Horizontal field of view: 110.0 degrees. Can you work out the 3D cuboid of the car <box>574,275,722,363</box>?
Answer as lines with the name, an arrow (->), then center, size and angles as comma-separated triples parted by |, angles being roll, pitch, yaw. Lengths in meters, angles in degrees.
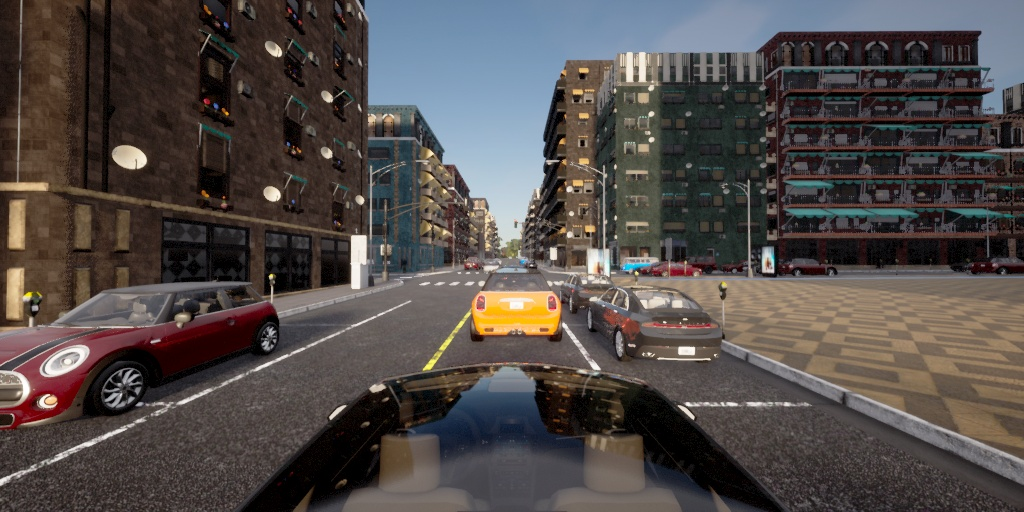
car -> 2.822, 1.302, 7.985 | 2.007, 1.370, 4.403 | 0, 0, 0

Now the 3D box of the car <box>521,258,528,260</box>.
car -> 2.701, 1.334, 51.747 | 1.948, 1.339, 4.313 | 0, 0, 0

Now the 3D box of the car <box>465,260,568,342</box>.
car -> 0.099, 1.104, 9.965 | 2.097, 1.767, 4.553 | 0, 0, 0

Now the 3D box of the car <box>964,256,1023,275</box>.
car -> 41.350, 0.811, 29.975 | 4.097, 1.591, 1.967 | 0, 0, 0

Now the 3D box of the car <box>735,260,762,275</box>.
car -> 25.719, 1.066, 35.892 | 4.902, 1.511, 2.128 | -1, -1, 0

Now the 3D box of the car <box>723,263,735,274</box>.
car -> 24.833, 1.165, 38.477 | 4.507, 1.381, 1.888 | 0, 0, 0

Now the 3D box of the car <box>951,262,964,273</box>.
car -> 46.825, 0.924, 35.664 | 4.892, 1.490, 1.837 | 0, -1, 1

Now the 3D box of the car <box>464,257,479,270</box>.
car -> -5.679, 1.083, 51.789 | 2.192, 1.841, 5.009 | 0, 0, 0

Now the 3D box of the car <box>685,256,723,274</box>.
car -> 19.305, 0.977, 38.518 | 5.009, 1.841, 2.192 | 0, 0, 0

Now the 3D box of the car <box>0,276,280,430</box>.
car -> -5.819, 1.191, 5.751 | 1.967, 1.591, 4.097 | 0, 0, 0

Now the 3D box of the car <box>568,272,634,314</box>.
car -> 2.823, 1.304, 13.555 | 2.007, 1.370, 4.403 | 0, 0, 0

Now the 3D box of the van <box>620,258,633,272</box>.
van -> 13.777, 1.046, 38.559 | 3.998, 1.789, 1.690 | 0, 0, 0

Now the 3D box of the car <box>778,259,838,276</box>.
car -> 24.769, 0.935, 30.097 | 4.097, 1.591, 1.967 | 0, 0, 0

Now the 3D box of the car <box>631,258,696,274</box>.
car -> 15.218, 1.203, 35.971 | 5.357, 1.411, 2.033 | 0, -1, 0

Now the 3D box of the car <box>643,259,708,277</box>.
car -> 13.713, 1.162, 30.179 | 4.207, 1.307, 1.802 | 0, 0, 0

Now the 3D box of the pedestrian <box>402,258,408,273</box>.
pedestrian -> -12.521, 1.097, 41.715 | 0.375, 1.860, 0.375 | 0, 0, 0
